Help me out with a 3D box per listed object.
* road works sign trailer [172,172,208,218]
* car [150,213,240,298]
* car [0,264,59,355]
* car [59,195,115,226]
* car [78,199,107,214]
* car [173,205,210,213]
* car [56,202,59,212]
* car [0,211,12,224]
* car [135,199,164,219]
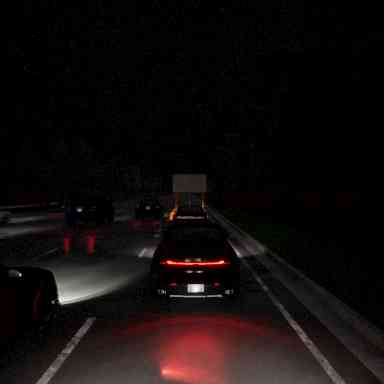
[{"bbox_3d":[-0.170,0.464,22.740,2.380,3.560,2.880,0,0,-3],"label":"road works sign trailer"},{"bbox_3d":[0.053,1.505,8.482,1.837,1.490,4.892,0,0,0],"label":"car"},{"bbox_3d":[-3.420,1.564,4.422,1.994,1.385,4.181,0,0,0],"label":"car"},{"bbox_3d":[-7.061,1.223,23.513,2.150,2.045,5.566,0,0,0],"label":"car"},{"bbox_3d":[-10.661,1.525,36.046,1.812,1.442,4.674,0,0,0],"label":"car"},{"bbox_3d":[-0.053,1.488,18.870,2.128,1.511,4.902,0,0,1],"label":"car"},{"bbox_3d":[-14.189,1.477,39.038,1.882,1.535,5.008,0,0,0],"label":"car"},{"bbox_3d":[-14.049,1.601,22.133,1.895,1.301,4.718,0,0,0],"label":"car"},{"bbox_3d":[-3.607,1.352,29.103,2.097,1.767,4.553,0,0,-1],"label":"car"}]
